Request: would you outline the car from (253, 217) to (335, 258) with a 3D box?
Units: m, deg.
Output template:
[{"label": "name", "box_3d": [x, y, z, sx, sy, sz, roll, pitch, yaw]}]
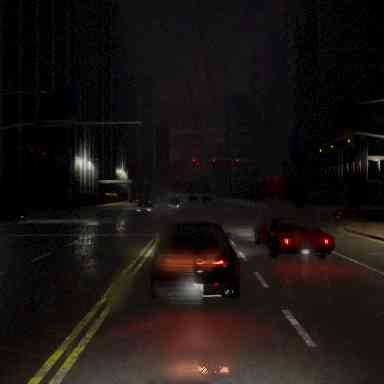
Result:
[{"label": "car", "box_3d": [3.619, 1.601, 12.758, 1.895, 1.301, 4.718, 0, 0, 0]}]

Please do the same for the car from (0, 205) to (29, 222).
[{"label": "car", "box_3d": [-15.282, 1.601, 25.627, 4.718, 1.301, 1.895, 0, 0, 1]}]

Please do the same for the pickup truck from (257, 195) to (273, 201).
[{"label": "pickup truck", "box_3d": [16.851, 1.059, 75.811, 2.390, 2.098, 6.274, 0, 0, 31]}]

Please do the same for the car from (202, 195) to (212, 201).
[{"label": "car", "box_3d": [3.744, 1.478, 80.347, 1.882, 1.535, 5.008, 0, 0, 0]}]

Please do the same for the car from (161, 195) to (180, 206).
[{"label": "car", "box_3d": [-3.417, 1.564, 53.951, 1.994, 1.385, 4.181, 0, 0, 0]}]

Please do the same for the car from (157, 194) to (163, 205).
[{"label": "car", "box_3d": [-6.889, 1.505, 60.130, 1.837, 1.490, 4.892, 0, 0, 1]}]

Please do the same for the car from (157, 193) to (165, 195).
[{"label": "car", "box_3d": [-6.786, 1.225, 70.537, 2.150, 2.045, 5.566, 0, 0, 0]}]

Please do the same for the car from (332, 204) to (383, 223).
[{"label": "car", "box_3d": [13.319, 1.601, 25.252, 4.718, 1.301, 1.895, 0, 0, 1]}]

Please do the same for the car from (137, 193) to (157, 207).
[{"label": "car", "box_3d": [-6.939, 1.352, 49.977, 2.097, 1.767, 4.553, 0, 0, 0]}]

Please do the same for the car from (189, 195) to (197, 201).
[{"label": "car", "box_3d": [0.243, 1.487, 80.031, 1.837, 1.490, 4.892, 0, 0, 0]}]

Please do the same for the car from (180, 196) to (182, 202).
[{"label": "car", "box_3d": [-3.361, 1.601, 63.240, 1.895, 1.301, 4.718, 0, 0, 1]}]

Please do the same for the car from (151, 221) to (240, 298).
[{"label": "car", "box_3d": [0.084, 1.505, 8.502, 1.837, 1.490, 4.892, 0, 0, 1]}]

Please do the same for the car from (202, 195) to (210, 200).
[{"label": "car", "box_3d": [3.776, 1.552, 90.510, 1.994, 1.385, 4.181, 0, 0, 0]}]

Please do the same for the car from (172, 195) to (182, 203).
[{"label": "car", "box_3d": [-3.277, 1.478, 73.361, 1.882, 1.535, 5.008, 0, 0, 0]}]
